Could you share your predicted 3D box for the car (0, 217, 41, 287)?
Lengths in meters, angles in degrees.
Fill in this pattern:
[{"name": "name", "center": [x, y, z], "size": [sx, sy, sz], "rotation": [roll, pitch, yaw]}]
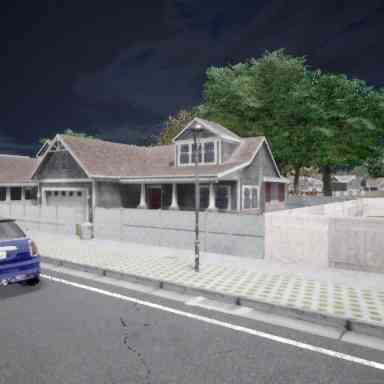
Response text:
[{"name": "car", "center": [-5.740, 1.349, 8.138], "size": [4.553, 1.767, 2.097], "rotation": [0, 0, 36]}]
